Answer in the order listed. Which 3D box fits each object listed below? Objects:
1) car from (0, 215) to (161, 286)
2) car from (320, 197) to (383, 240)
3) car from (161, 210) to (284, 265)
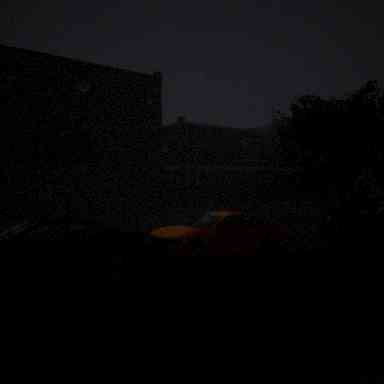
[{"bbox_3d":[-3.551,1.364,8.128,5.008,1.535,2.097,1,0,-33],"label":"car"},{"bbox_3d":[8.990,1.275,17.124,5.566,2.045,2.435,1,0,-35],"label":"car"},{"bbox_3d":[0.956,1.402,11.362,5.008,1.535,2.097,1,0,-33],"label":"car"}]
